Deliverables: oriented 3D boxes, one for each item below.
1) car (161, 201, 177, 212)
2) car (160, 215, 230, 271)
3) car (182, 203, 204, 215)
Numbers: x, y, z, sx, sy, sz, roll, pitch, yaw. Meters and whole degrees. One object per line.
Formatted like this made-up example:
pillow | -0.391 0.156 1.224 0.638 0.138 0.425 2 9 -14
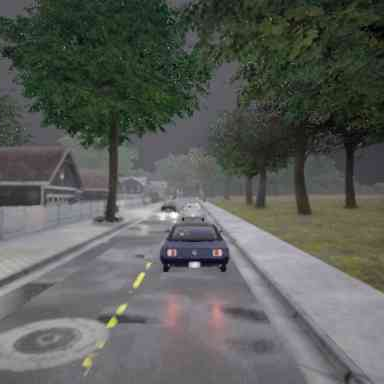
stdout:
car | -2.843 1.798 41.695 1.895 1.301 4.718 0 0 0
car | 0.081 1.650 11.037 1.895 1.301 4.718 0 0 0
car | 0.087 1.660 28.895 1.812 1.442 4.674 0 0 0
